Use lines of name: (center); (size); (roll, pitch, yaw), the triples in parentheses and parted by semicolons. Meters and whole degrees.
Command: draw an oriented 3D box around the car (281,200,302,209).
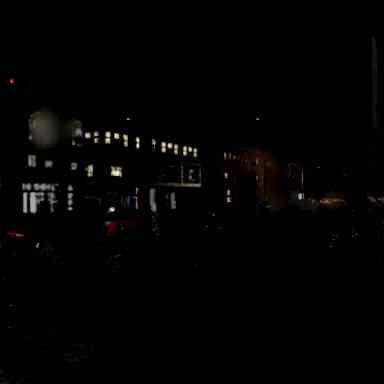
car: (16.202, 1.959, 53.995); (2.008, 1.369, 4.403); (-1, -1, 35)

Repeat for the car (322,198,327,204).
car: (28.908, 1.975, 72.082); (1.967, 1.590, 4.097); (-1, -1, 35)

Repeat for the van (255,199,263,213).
van: (6.670, 1.659, 40.433); (1.690, 1.788, 3.998); (-1, -1, 35)

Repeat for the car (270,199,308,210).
car: (10.567, 1.745, 35.900); (1.882, 1.535, 5.008); (-1, -1, 35)

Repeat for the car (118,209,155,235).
car: (-4.205, 1.753, 20.437); (1.994, 1.385, 4.181); (-1, -1, 35)

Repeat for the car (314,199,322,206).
car: (22.556, 2.022, 63.039); (2.008, 1.369, 4.403); (-1, -1, 35)

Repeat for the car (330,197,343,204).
car: (35.262, 2.043, 81.125); (1.967, 1.590, 4.097); (-1, -1, 35)

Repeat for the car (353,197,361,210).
car: (23.058, 1.661, 49.181); (2.192, 1.841, 5.009); (-1, -1, 35)

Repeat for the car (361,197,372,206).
car: (29.412, 1.724, 58.224); (2.192, 1.841, 5.009); (-1, -1, 35)

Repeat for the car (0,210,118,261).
car: (-5.298, 1.607, 13.050); (1.882, 1.535, 5.008); (-2, -1, 22)

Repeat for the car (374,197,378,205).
car: (35.766, 2.055, 67.263); (1.802, 1.307, 4.206); (-1, -1, 35)

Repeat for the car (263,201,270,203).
car: (9.848, 1.898, 44.952); (2.008, 1.369, 4.403); (-1, -1, 35)

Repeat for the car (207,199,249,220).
car: (3.300, 1.738, 31.119); (2.128, 1.511, 4.902); (-1, 0, 35)

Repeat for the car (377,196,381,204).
car: (39.041, 2.033, 71.925); (1.752, 1.417, 4.829); (-1, -1, 35)

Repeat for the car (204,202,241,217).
car: (3.397, 1.814, 35.770); (1.752, 1.417, 4.829); (-1, -1, 35)

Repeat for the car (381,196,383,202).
car: (42.120, 2.123, 76.306); (1.802, 1.307, 4.206); (-1, -1, 35)

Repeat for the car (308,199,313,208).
car: (15.493, 1.960, 48.309); (1.895, 1.301, 4.718); (-1, -1, 35)

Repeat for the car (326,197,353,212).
car: (19.881, 1.755, 44.658); (1.967, 1.590, 4.097); (-1, -1, 35)

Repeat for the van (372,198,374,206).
van: (32.588, 1.782, 62.745); (1.690, 1.788, 3.998); (-1, -1, 35)

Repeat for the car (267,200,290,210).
car: (12.927, 1.901, 49.335); (1.752, 1.417, 4.829); (-1, -1, 35)

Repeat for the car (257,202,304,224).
car: (7.219, 1.744, 26.542); (1.887, 1.381, 4.507); (-1, -1, 35)
